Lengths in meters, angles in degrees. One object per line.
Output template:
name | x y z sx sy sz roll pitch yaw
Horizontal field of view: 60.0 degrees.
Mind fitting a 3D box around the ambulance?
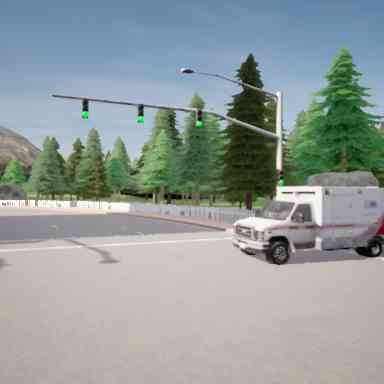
ambulance | 4.595 1.038 11.872 6.366 2.431 2.351 0 0 -22
